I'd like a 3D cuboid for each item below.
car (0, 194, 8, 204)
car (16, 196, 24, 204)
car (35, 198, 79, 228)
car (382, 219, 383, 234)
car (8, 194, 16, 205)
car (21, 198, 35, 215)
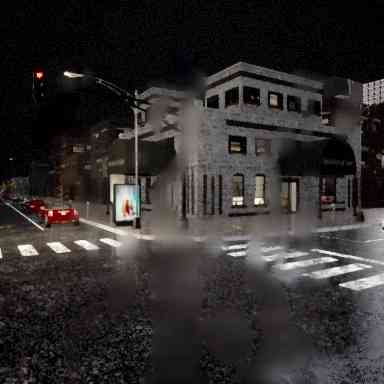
[{"bbox_3d":[-32.685,1.277,55.974,1.994,1.385,4.181,-1,0,-31],"label":"car"},{"bbox_3d":[-17.475,1.333,35.934,2.008,1.369,4.403,-1,1,-31],"label":"car"},{"bbox_3d":[-8.596,1.290,21.330,1.967,1.590,4.097,-1,1,-31],"label":"car"},{"bbox_3d":[10.607,1.069,14.384,5.566,2.045,2.150,0,1,-32],"label":"car"},{"bbox_3d":[-26.354,1.270,50.536,2.008,1.369,4.403,-1,1,-31],"label":"car"},{"bbox_3d":[-14.515,1.386,31.067,1.802,1.307,4.206,-1,1,-31],"label":"car"}]
